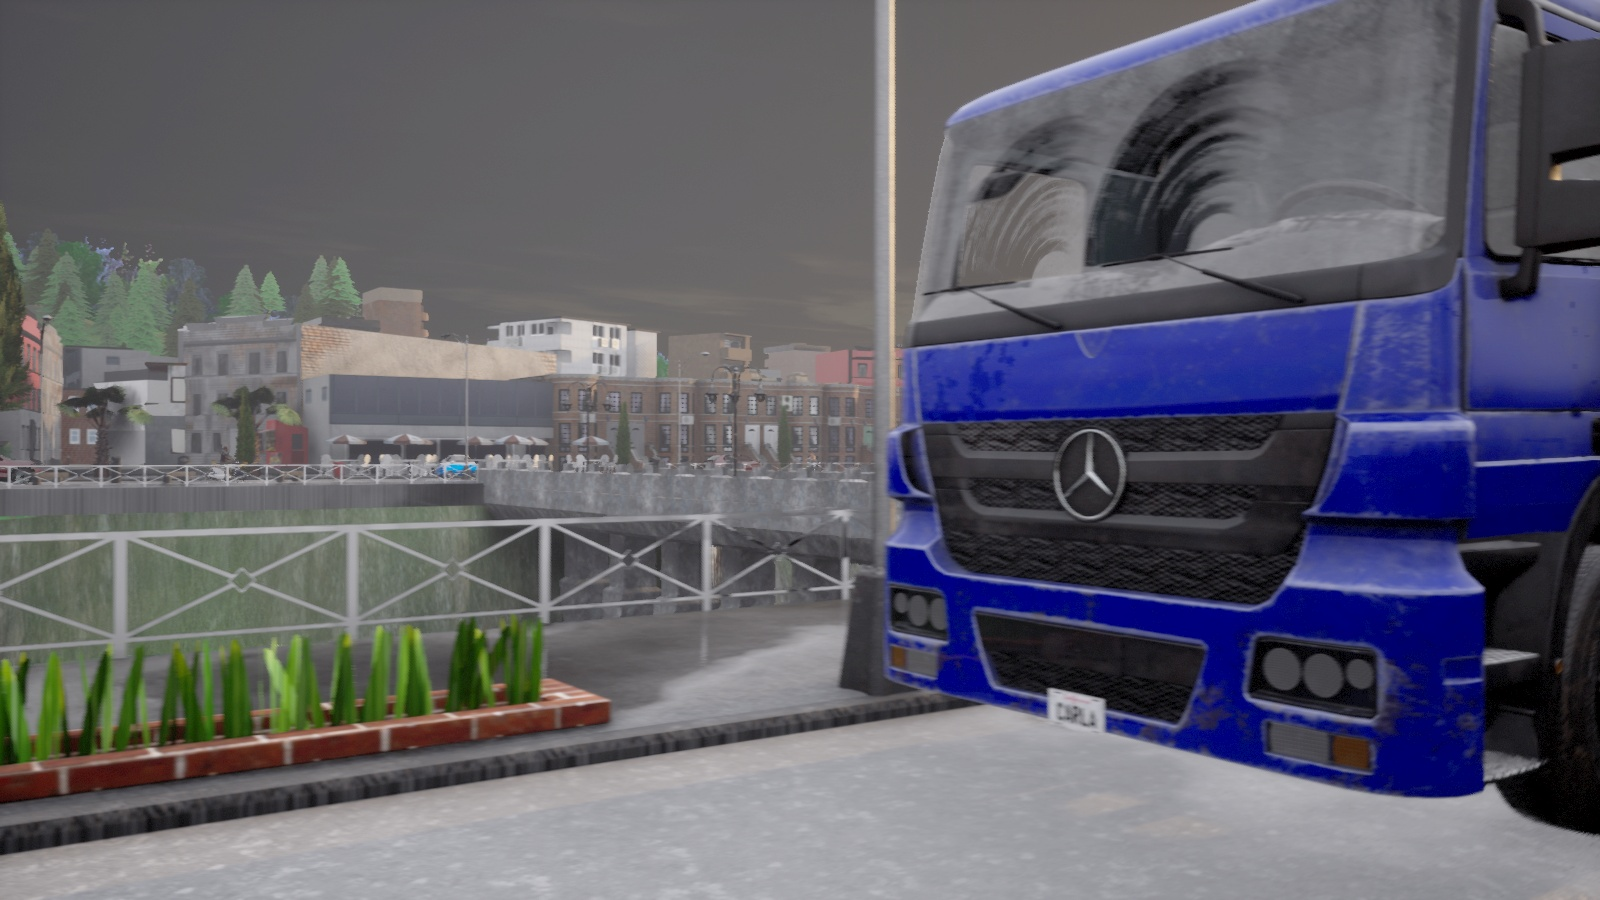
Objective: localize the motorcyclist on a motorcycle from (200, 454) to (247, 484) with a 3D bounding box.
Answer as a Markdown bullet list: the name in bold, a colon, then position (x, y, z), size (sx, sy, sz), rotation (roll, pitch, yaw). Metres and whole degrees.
- **motorcyclist on a motorcycle**: position (-29.312, 0.945, 63.883), size (2.044, 1.523, 0.797), rotation (0, 0, -35)

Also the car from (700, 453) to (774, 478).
- **car**: position (-3.826, 0.955, 76.761), size (4.193, 1.474, 1.816), rotation (0, 0, -35)

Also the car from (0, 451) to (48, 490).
- **car**: position (-35.607, 0.884, 54.625), size (4.856, 1.649, 2.033), rotation (0, 0, -35)

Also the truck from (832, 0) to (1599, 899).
- **truck**: position (4.245, -0.228, 7.227), size (7.936, 3.462, 2.891), rotation (0, 0, -35)

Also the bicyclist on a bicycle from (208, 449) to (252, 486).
- **bicyclist on a bicycle**: position (-27.380, 0.821, 60.356), size (1.843, 1.776, 0.659), rotation (0, 0, -35)

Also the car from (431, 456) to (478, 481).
- **car**: position (-19.469, 1.014, 70.738), size (2.207, 1.376, 1.481), rotation (0, 0, -35)
